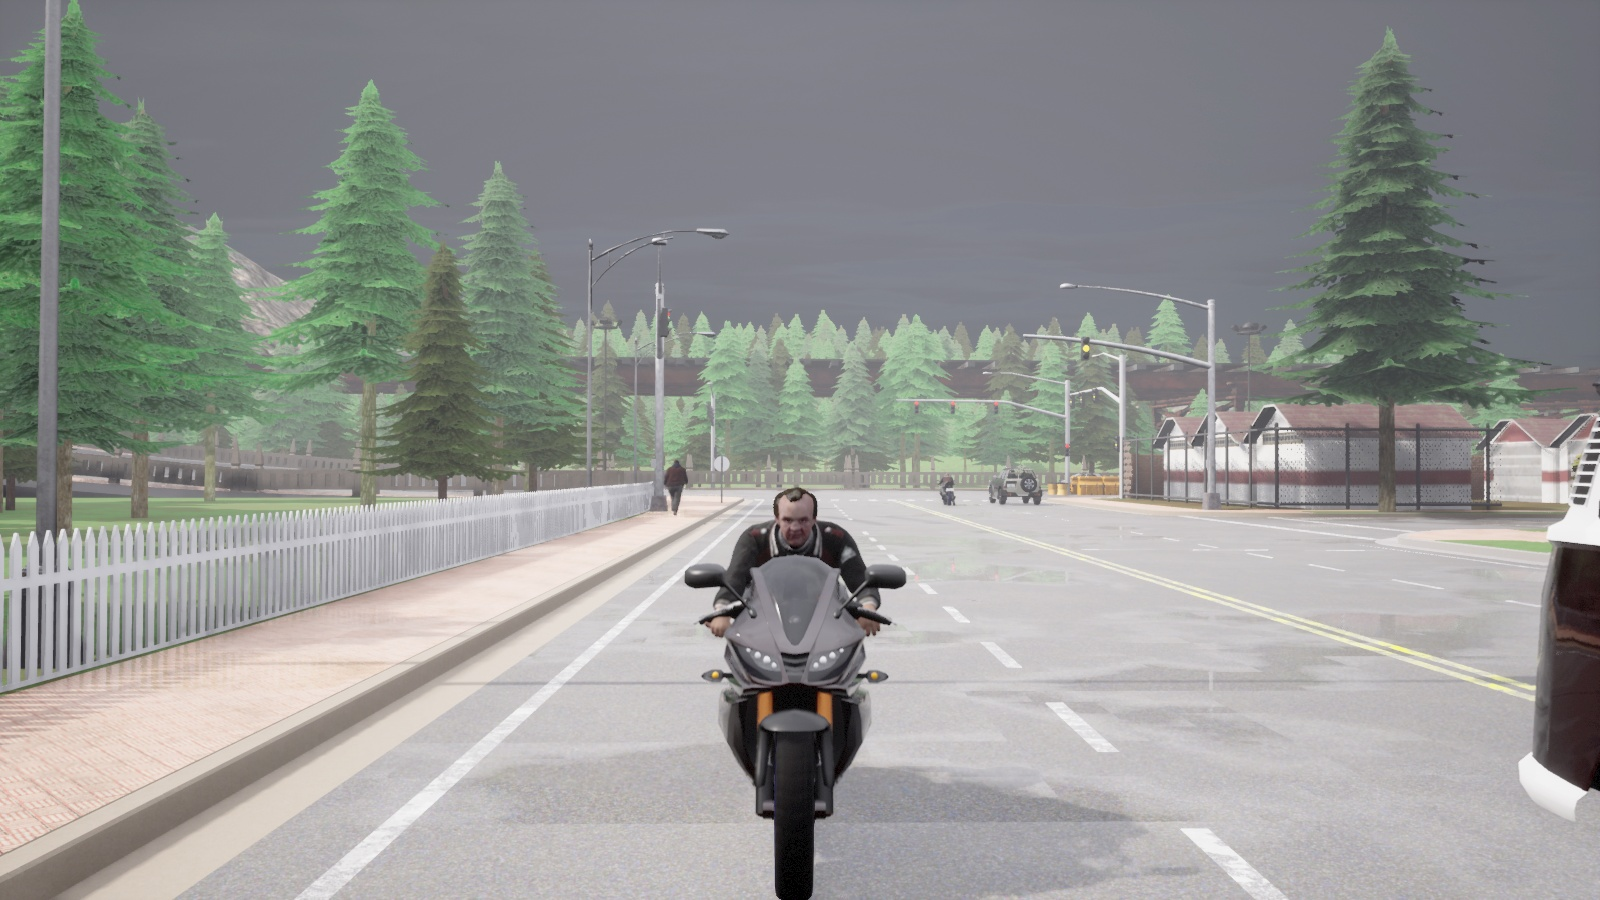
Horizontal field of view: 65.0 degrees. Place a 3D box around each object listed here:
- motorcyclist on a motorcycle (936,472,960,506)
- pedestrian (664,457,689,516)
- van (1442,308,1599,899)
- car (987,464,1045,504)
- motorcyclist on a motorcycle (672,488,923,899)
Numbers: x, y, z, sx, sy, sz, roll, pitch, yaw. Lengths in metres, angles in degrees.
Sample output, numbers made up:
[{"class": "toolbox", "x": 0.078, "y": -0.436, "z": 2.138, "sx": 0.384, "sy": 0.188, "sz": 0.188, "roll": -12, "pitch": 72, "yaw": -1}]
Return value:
[{"class": "motorcyclist on a motorcycle", "x": 6.856, "y": 1.800, "z": 58.352, "sx": 0.866, "sy": 1.530, "sz": 2.191, "roll": 0, "pitch": -1, "yaw": 0}, {"class": "pedestrian", "x": -3.905, "y": 1.153, "z": 39.666, "sx": 0.634, "sy": 1.844, "sz": 0.899, "roll": 0, "pitch": -1, "yaw": 4}, {"class": "van", "x": 3.490, "y": 0.565, "z": 2.517, "sx": 2.069, "sy": 2.038, "sz": 4.480, "roll": 0, "pitch": -1, "yaw": 0}, {"class": "car", "x": 10.351, "y": 1.604, "z": 60.516, "sx": 1.932, "sy": 1.855, "sz": 4.605, "roll": 0, "pitch": -1, "yaw": 0}, {"class": "motorcyclist on a motorcycle", "x": -0.014, "y": 0.941, "z": 5.458, "sx": 0.866, "sy": 1.530, "sz": 2.191, "roll": 0, "pitch": -1, "yaw": 0}]
